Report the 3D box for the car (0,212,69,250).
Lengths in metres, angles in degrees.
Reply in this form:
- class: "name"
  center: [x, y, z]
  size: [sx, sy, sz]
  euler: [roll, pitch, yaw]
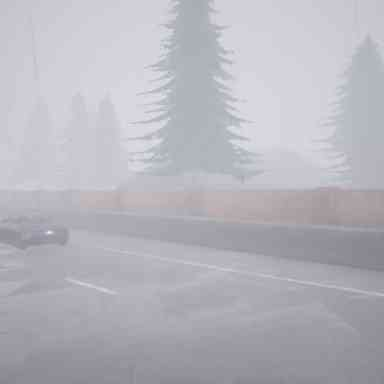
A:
- class: "car"
  center: [-7.135, 1.572, 14.453]
  size: [4.181, 1.385, 1.994]
  euler: [0, 0, 41]
